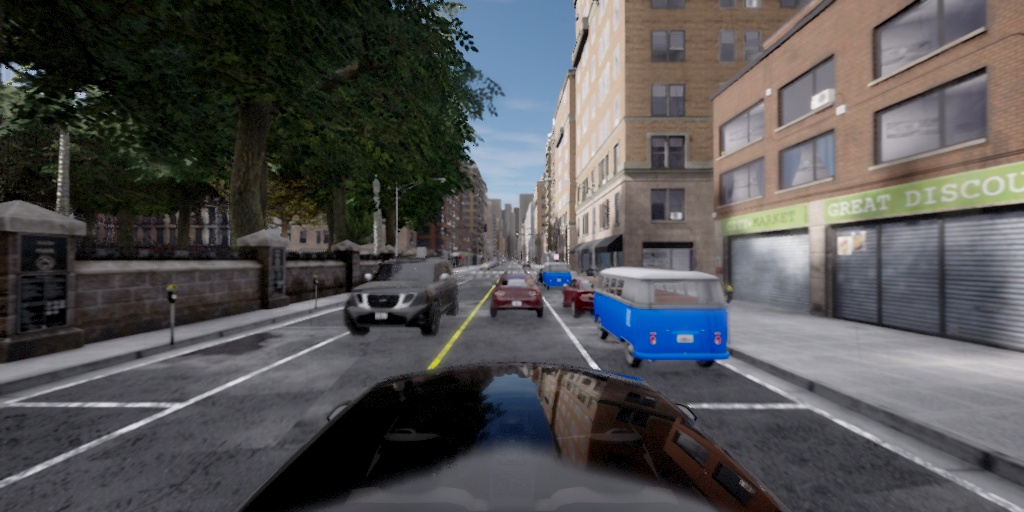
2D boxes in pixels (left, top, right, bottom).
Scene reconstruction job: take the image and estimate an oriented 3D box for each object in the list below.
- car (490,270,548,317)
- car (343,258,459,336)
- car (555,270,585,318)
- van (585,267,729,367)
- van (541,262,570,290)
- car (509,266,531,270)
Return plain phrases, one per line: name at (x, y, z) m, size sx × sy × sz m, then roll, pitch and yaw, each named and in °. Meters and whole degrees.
car at (0.183, 1.408, 13.811) m, size 1.812 × 1.442 × 4.674 m, roll 0°, pitch -1°, yaw 1°
car at (-3.038, 1.073, 11.141) m, size 2.150 × 2.045 × 5.566 m, roll 0°, pitch -1°, yaw 0°
car at (2.936, 1.424, 13.461) m, size 1.888 × 1.381 × 4.507 m, roll 0°, pitch 0°, yaw 0°
van at (2.893, 1.158, 7.800) m, size 1.690 × 1.789 × 3.998 m, roll 0°, pitch 0°, yaw 0°
van at (3.021, 1.338, 24.781) m, size 1.690 × 1.789 × 3.998 m, roll 0°, pitch 0°, yaw 0°
car at (0.277, 1.614, 26.373) m, size 1.895 × 1.301 × 4.718 m, roll 0°, pitch -1°, yaw 0°
